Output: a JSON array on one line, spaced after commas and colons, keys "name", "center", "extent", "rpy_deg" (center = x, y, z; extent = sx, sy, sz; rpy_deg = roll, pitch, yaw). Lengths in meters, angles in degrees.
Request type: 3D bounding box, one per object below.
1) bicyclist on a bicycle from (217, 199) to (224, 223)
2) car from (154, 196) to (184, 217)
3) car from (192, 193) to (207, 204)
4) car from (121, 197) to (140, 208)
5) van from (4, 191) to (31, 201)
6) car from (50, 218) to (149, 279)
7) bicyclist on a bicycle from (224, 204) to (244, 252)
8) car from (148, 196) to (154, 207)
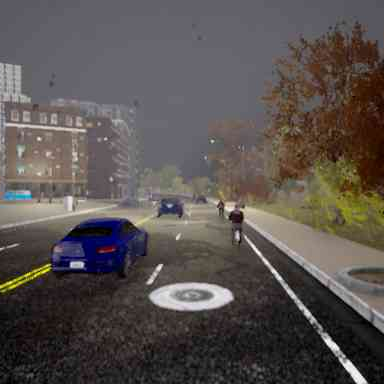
[{"name": "bicyclist on a bicycle", "center": [2.093, 1.363, 23.771], "extent": [0.582, 1.620, 1.656], "rpy_deg": [0, 0, 2]}, {"name": "car", "center": [-1.811, 1.238, 29.706], "extent": [2.097, 1.767, 4.553], "rpy_deg": [0, 0, 1]}, {"name": "car", "center": [1.459, 1.275, 57.052], "extent": [1.837, 1.490, 4.892], "rpy_deg": [0, 0, -1]}, {"name": "car", "center": [-8.260, 1.371, 45.102], "extent": [2.033, 1.411, 5.357], "rpy_deg": [0, 0, 0]}, {"name": "van", "center": [-29.548, 0.670, 56.609], "extent": [3.998, 1.788, 1.690], "rpy_deg": [1, -1, -30]}, {"name": "car", "center": [-2.499, 1.487, 9.868], "extent": [1.812, 1.442, 4.674], "rpy_deg": [0, 0, 3]}, {"name": "bicyclist on a bicycle", "center": [1.689, 1.322, 12.733], "extent": [0.659, 1.776, 1.843], "rpy_deg": [0, 0, 3]}, {"name": "car", "center": [-5.022, 1.310, 46.405], "extent": [2.128, 1.511, 4.902], "rpy_deg": [0, 0, 0]}]
